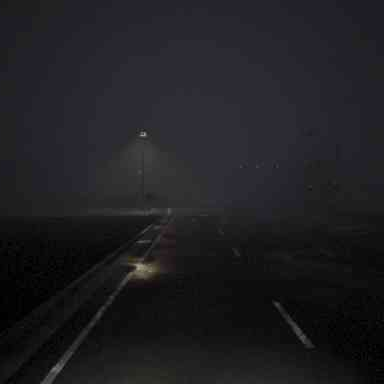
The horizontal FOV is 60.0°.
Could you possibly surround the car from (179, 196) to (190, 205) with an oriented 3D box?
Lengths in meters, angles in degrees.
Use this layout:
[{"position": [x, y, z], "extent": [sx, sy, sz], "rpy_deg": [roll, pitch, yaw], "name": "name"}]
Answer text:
[{"position": [-1.848, 1.956, 77.048], "extent": [2.150, 2.045, 5.566], "rpy_deg": [0, -1, 0], "name": "car"}]
